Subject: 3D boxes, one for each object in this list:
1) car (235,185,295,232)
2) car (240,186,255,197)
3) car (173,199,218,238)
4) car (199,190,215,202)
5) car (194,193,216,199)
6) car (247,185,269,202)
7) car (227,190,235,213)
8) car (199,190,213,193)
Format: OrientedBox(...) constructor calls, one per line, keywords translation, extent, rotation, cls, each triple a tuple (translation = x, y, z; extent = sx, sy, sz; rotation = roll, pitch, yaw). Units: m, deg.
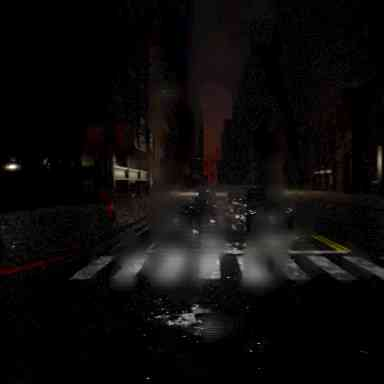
OrientedBox(translation=(3.652, 0.777, 17.233), extent=(2.150, 2.045, 5.566), rotation=(-1, 1, 3), cls="car")
OrientedBox(translation=(9.406, -0.096, 56.744), extent=(2.097, 1.767, 4.553), rotation=(-1, 1, 3), cls="car")
OrientedBox(translation=(0.275, 1.236, 15.391), extent=(1.895, 1.301, 4.718), rotation=(-1, 1, 4), cls="car")
OrientedBox(translation=(2.027, 0.482, 44.508), extent=(2.033, 1.411, 5.357), rotation=(-1, 1, 4), cls="car")
OrientedBox(translation=(0.823, 1.019, 24.487), extent=(1.895, 1.301, 4.718), rotation=(-1, 1, 3), cls="car")
OrientedBox(translation=(8.673, 0.092, 44.148), extent=(2.150, 2.045, 5.566), rotation=(-1, 1, 3), cls="car")
OrientedBox(translation=(4.244, 0.807, 27.313), extent=(2.128, 1.511, 4.902), rotation=(-1, 1, 3), cls="car")
OrientedBox(translation=(1.375, 0.686, 33.874), extent=(2.128, 1.511, 4.902), rotation=(-1, 1, 4), cls="car")
